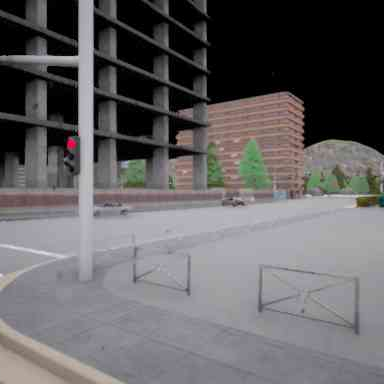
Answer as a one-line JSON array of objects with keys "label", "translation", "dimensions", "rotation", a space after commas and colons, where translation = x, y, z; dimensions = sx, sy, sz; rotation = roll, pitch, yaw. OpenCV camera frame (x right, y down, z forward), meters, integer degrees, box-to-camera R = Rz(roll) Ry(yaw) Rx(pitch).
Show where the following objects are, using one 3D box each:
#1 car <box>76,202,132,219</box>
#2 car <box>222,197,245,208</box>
[{"label": "car", "translation": [-7.489, 1.498, 28.578], "dimensions": [1.895, 1.301, 4.718], "rotation": [0, 0, 35]}, {"label": "car", "translation": [6.007, 1.423, 47.552], "dimensions": [1.812, 1.442, 4.674], "rotation": [0, 0, 36]}]
